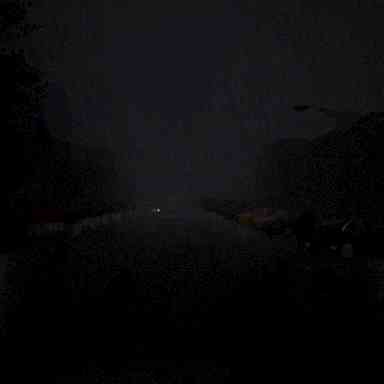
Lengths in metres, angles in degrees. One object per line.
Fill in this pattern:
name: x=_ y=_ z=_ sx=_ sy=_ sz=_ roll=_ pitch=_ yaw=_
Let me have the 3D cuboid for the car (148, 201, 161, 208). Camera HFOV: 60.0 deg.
car: x=-7.714 y=2.757 z=72.295 sx=2.128 sy=1.511 sz=4.902 roll=0 pitch=-1 yaw=-3

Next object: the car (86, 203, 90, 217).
car: x=-12.107 y=2.054 z=30.104 sx=4.792 sy=1.488 sz=2.163 roll=0 pitch=-1 yaw=-23

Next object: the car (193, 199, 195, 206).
car: x=3.616 y=2.868 z=77.940 sx=5.366 sy=1.575 sz=1.946 roll=1 pitch=-2 yaw=-23

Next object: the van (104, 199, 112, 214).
van: x=-12.756 y=1.983 z=41.834 sx=4.442 sy=1.987 sz=1.878 roll=0 pitch=-1 yaw=-23

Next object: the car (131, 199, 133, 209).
car: x=-13.505 y=2.558 z=59.525 sx=4.674 sy=1.452 sz=2.002 roll=0 pitch=-1 yaw=-23

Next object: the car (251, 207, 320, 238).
car: x=6.285 y=1.846 z=19.277 sx=4.892 sy=1.521 sz=2.231 roll=1 pitch=-1 yaw=-23

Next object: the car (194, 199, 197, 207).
car: x=3.898 y=2.748 z=72.087 sx=5.366 sy=1.575 sz=1.946 roll=1 pitch=-2 yaw=-23

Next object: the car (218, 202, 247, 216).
car: x=5.542 y=2.100 z=33.914 sx=4.792 sy=1.488 sz=2.163 roll=1 pitch=-1 yaw=-23

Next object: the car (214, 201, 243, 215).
car: x=5.434 y=2.117 z=36.859 sx=4.892 sy=1.521 sz=2.231 roll=1 pitch=-1 yaw=-23

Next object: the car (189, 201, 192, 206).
car: x=2.836 y=3.041 z=86.586 sx=5.366 sy=1.575 sz=1.946 roll=1 pitch=-1 yaw=-23

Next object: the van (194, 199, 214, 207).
van: x=3.051 y=2.760 z=83.683 sx=4.442 sy=1.987 sz=1.878 roll=1 pitch=-1 yaw=-23

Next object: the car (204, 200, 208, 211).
car: x=4.854 y=2.306 z=48.578 sx=5.008 sy=1.535 sz=2.097 roll=1 pitch=-1 yaw=-23

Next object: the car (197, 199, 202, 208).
car: x=4.322 y=2.266 z=60.315 sx=5.566 sy=2.045 sz=2.435 roll=1 pitch=-1 yaw=-23

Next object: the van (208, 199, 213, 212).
van: x=4.900 y=2.028 z=45.603 sx=4.442 sy=1.987 sz=1.878 roll=1 pitch=-1 yaw=-23

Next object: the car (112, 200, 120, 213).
car: x=-12.785 y=2.257 z=44.822 sx=4.892 sy=1.521 sz=2.231 roll=0 pitch=-1 yaw=-23

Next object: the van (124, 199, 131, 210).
van: x=-13.259 y=2.236 z=56.637 sx=4.442 sy=1.987 sz=1.878 roll=0 pitch=-1 yaw=-23

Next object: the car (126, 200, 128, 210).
car: x=-13.214 y=2.448 z=53.639 sx=4.674 sy=1.452 sz=2.002 roll=0 pitch=-1 yaw=-23

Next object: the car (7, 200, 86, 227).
car: x=-11.918 y=1.727 z=27.197 sx=5.566 sy=2.045 sz=2.435 roll=0 pitch=-1 yaw=-23

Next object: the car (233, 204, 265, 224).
car: x=6.162 y=1.936 z=25.214 sx=5.366 sy=1.575 sz=1.946 roll=1 pitch=-1 yaw=-23

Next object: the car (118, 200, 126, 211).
car: x=-12.764 y=2.301 z=47.836 sx=5.366 sy=1.575 sz=1.946 roll=0 pitch=-1 yaw=-23

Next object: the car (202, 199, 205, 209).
car: x=4.550 y=2.282 z=54.430 sx=4.553 sy=1.767 sz=2.185 roll=1 pitch=-1 yaw=-23

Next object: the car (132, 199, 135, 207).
car: x=-13.650 y=2.613 z=62.466 sx=4.674 sy=1.452 sz=2.002 roll=0 pitch=-1 yaw=-23

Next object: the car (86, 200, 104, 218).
car: x=-12.340 y=1.989 z=36.014 sx=4.553 sy=1.767 sz=2.185 roll=-1 pitch=-1 yaw=-23

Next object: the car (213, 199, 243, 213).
car: x=5.318 y=2.037 z=39.799 sx=4.553 sy=1.767 sz=2.185 roll=1 pitch=-1 yaw=-23

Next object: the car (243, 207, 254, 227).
car: x=6.138 y=1.930 z=22.206 sx=4.674 sy=1.452 sz=2.002 roll=1 pitch=-1 yaw=-23

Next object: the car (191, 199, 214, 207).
car: x=2.833 y=2.859 z=89.585 sx=5.566 sy=2.045 sz=2.435 roll=1 pitch=-2 yaw=-23

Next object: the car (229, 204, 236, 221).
car: x=5.855 y=2.021 z=28.067 sx=4.674 sy=1.452 sz=2.002 roll=1 pitch=-1 yaw=-23

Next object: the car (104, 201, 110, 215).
car: x=-12.535 y=2.191 z=38.928 sx=4.792 sy=1.488 sz=2.163 roll=0 pitch=-1 yaw=-23

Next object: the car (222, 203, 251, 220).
car: x=5.721 y=2.027 z=30.994 sx=4.892 sy=1.521 sz=2.231 roll=1 pitch=-1 yaw=-23

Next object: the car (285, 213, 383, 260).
car: x=6.558 y=1.756 z=13.421 sx=4.892 sy=1.521 sz=2.231 roll=1 pitch=-1 yaw=-23
